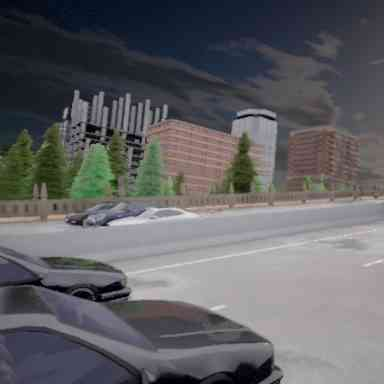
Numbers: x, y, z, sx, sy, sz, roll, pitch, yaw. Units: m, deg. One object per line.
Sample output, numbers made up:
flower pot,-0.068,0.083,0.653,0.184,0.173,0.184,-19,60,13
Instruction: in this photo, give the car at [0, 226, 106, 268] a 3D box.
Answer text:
car,-3.742,1.542,5.379,5.357,1.411,2.033,0,0,-36

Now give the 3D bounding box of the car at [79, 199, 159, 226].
car,-3.557,1.255,18.650,4.553,1.767,2.097,-1,1,-35

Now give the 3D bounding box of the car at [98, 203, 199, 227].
car,-1.700,1.433,15.677,4.674,1.442,1.812,-2,1,-35

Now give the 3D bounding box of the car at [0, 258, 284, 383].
car,-1.682,1.542,2.549,5.357,1.411,2.033,0,0,-35

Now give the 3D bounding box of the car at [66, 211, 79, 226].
car,-5.589,1.408,21.501,4.892,1.490,1.837,-2,1,-35
